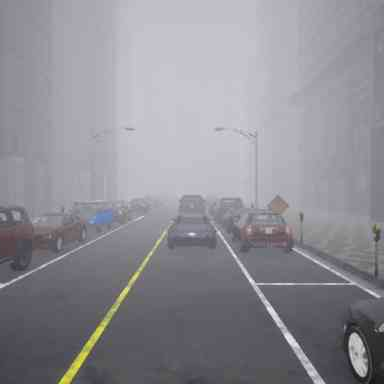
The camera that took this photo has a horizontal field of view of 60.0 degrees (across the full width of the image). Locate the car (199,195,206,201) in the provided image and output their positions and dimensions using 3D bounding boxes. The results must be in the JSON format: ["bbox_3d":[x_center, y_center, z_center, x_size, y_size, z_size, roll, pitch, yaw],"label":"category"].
[{"bbox_3d":[2.760,1.595,87.137,1.802,1.307,4.206,0,0,0],"label":"car"}]

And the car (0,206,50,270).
[{"bbox_3d":[-5.766,1.314,8.218,2.192,1.841,5.009,0,0,0],"label":"car"}]

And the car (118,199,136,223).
[{"bbox_3d":[-5.765,1.439,25.129,1.967,1.590,4.097,0,0,0],"label":"car"}]

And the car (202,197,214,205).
[{"bbox_3d":[2.760,1.566,58.955,1.947,1.339,4.313,0,0,0],"label":"car"}]

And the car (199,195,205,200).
[{"bbox_3d":[2.760,1.598,92.774,1.802,1.307,4.206,0,0,0],"label":"car"}]

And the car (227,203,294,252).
[{"bbox_3d":[2.760,1.439,13.865,1.967,1.590,4.097,0,0,0],"label":"car"}]

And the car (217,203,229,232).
[{"bbox_3d":[2.760,1.565,19.502,1.947,1.339,4.313,0,0,0],"label":"car"}]

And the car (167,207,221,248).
[{"bbox_3d":[0.000,1.572,14.651,1.994,1.385,4.181,0,0,0],"label":"car"}]

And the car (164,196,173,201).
[{"bbox_3d":[-5.765,1.576,81.496,1.947,1.339,4.313,0,0,0],"label":"car"}]

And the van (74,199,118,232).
[{"bbox_3d":[-5.766,1.340,19.492,1.690,1.788,3.998,0,0,0],"label":"van"}]

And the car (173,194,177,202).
[{"bbox_3d":[-3.000,1.514,75.928,1.994,1.385,4.181,0,0,0],"label":"car"}]

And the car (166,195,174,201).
[{"bbox_3d":[-5.765,1.579,87.132,1.947,1.339,4.313,0,0,0],"label":"car"}]

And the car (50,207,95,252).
[{"bbox_3d":[-5.765,1.544,13.856,1.887,1.381,4.507,0,0,0],"label":"car"}]

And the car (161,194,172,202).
[{"bbox_3d":[-5.766,1.323,75.859,2.192,1.841,5.009,0,0,0],"label":"car"}]

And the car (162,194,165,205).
[{"bbox_3d":[-5.765,1.524,53.143,1.752,1.417,4.829,0,0,0],"label":"car"}]

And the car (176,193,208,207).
[{"bbox_3d":[0.000,1.257,29.680,2.150,2.045,5.566,0,0,0],"label":"car"}]

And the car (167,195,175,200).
[{"bbox_3d":[-5.765,1.567,92.768,2.008,1.369,4.403,0,0,0],"label":"car"}]

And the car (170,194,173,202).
[{"bbox_3d":[-5.766,1.445,70.222,1.967,1.590,4.097,0,0,0],"label":"car"}]

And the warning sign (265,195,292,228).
[{"bbox_3d":[5.071,1.114,19.659,1.300,1.860,1.060,0,0,0],"label":"warning sign"}]

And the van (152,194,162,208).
[{"bbox_3d":[-5.766,1.339,47.676,1.690,1.788,3.998,0,0,0],"label":"van"}]

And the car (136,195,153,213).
[{"bbox_3d":[-5.765,1.438,36.403,1.967,1.590,4.097,0,0,0],"label":"car"}]

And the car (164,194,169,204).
[{"bbox_3d":[-5.765,1.551,58.948,2.008,1.369,4.403,0,0,0],"label":"car"}]

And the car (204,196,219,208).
[{"bbox_3d":[2.760,1.438,47.683,1.967,1.590,4.097,0,0,0],"label":"car"}]

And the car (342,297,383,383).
[{"bbox_3d":[2.760,1.550,2.593,2.008,1.369,4.403,0,0,0],"label":"car"}]

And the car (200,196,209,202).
[{"bbox_3d":[2.760,1.590,75.865,1.802,1.307,4.206,0,0,0],"label":"car"}]

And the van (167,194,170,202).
[{"bbox_3d":[-5.766,1.344,64.585,1.690,1.788,3.998,0,0,0],"label":"van"}]

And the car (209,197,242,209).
[{"bbox_3d":[2.759,1.314,25.138,2.192,1.841,5.009,0,0,0],"label":"car"}]
